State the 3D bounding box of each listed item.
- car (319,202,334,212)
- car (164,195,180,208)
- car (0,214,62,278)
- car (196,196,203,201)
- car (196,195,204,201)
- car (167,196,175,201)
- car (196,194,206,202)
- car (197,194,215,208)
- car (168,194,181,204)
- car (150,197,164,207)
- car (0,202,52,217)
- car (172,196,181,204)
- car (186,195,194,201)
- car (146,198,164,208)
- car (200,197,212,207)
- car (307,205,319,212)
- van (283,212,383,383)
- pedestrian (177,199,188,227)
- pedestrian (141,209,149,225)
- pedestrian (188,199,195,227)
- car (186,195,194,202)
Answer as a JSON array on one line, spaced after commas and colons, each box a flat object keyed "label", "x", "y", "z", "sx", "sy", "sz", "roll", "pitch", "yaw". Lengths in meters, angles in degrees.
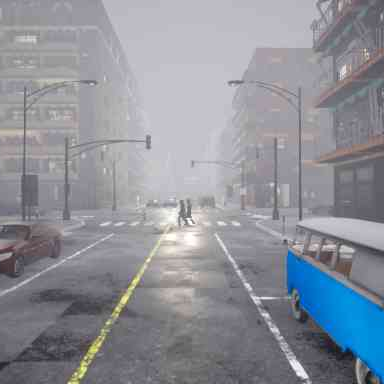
[{"label": "car", "x": 13.581, "y": 1.452, "z": 28.094, "sx": 4.403, "sy": 1.369, "sz": 2.008, "roll": 0, "pitch": -1, "yaw": 0}, {"label": "car", "x": -3.126, "y": 1.602, "z": 48.464, "sx": 1.994, "sy": 1.385, "sz": 4.181, "roll": 0, "pitch": 0, "yaw": -1}, {"label": "car", "x": -5.358, "y": 1.588, "z": 10.138, "sx": 1.802, "sy": 1.307, "sz": 4.206, "roll": 1, "pitch": 0, "yaw": 0}, {"label": "car", "x": 2.033, "y": 1.776, "z": 92.791, "sx": 1.802, "sy": 1.307, "sz": 4.206, "roll": 1, "pitch": 0, "yaw": 0}, {"label": "car", "x": 2.068, "y": 1.601, "z": 87.231, "sx": 1.967, "sy": 1.590, "sz": 4.097, "roll": 1, "pitch": 0, "yaw": 0}, {"label": "car", "x": -5.844, "y": 1.718, "z": 92.541, "sx": 1.752, "sy": 1.417, "sz": 4.829, "roll": 1, "pitch": 0, "yaw": 0}, {"label": "car", "x": 2.103, "y": 1.444, "z": 81.668, "sx": 2.192, "sy": 1.841, "sz": 5.009, "roll": 1, "pitch": 0, "yaw": 0}, {"label": "car", "x": 2.303, "y": 1.353, "z": 48.310, "sx": 2.192, "sy": 1.841, "sz": 5.009, "roll": 1, "pitch": 0, "yaw": 0}, {"label": "car", "x": -3.168, "y": 1.577, "z": 58.354, "sx": 1.812, "sy": 1.442, "sz": 4.674, "roll": 0, "pitch": 0, "yaw": 0}, {"label": "car", "x": -5.614, "y": 1.610, "z": 53.778, "sx": 1.947, "sy": 1.339, "sz": 4.313, "roll": 1, "pitch": 0, "yaw": 0}, {"label": "car", "x": -15.752, "y": 1.585, "z": 30.416, "sx": 5.357, "sy": 1.411, "sz": 2.033, "roll": 0, "pitch": -1, "yaw": 2}, {"label": "car", "x": -3.159, "y": 1.602, "z": 68.556, "sx": 1.812, "sy": 1.442, "sz": 4.674, "roll": 0, "pitch": 0, "yaw": 0}, {"label": "car", "x": -0.516, "y": 1.538, "z": 88.303, "sx": 2.033, "sy": 1.411, "sz": 5.357, "roll": 0, "pitch": 0, "yaw": 0}, {"label": "car", "x": -5.581, "y": 1.604, "z": 48.217, "sx": 1.947, "sy": 1.339, "sz": 4.313, "roll": 1, "pitch": 0, "yaw": 0}, {"label": "car", "x": 2.265, "y": 1.570, "z": 54.039, "sx": 1.752, "sy": 1.417, "sz": 4.829, "roll": 1, "pitch": 0, "yaw": 0}, {"label": "car", "x": 14.160, "y": 1.617, "z": 33.510, "sx": 4.718, "sy": 1.301, "sz": 1.895, "roll": 0, "pitch": -1, "yaw": -3}, {"label": "van", "x": 2.527, "y": 1.343, "z": 4.598, "sx": 1.690, "sy": 1.788, "sz": 3.998, "roll": 1, "pitch": 0, "yaw": 0}, {"label": "pedestrian", "x": -0.600, "y": 1.309, "z": 21.202, "sx": 0.375, "sy": 1.860, "sz": 0.375, "roll": 1, "pitch": -1, "yaw": 0}, {"label": "pedestrian", "x": -3.184, "y": 1.686, "z": 22.491, "sx": 0.500, "sy": 1.100, "sz": 0.500, "roll": 1, "pitch": -1, "yaw": 0}, {"label": "pedestrian", "x": -0.201, "y": 1.309, "z": 21.917, "sx": 0.375, "sy": 1.860, "sz": 0.375, "roll": 1, "pitch": -1, "yaw": 0}, {"label": "car", "x": -0.457, "y": 1.658, "z": 78.294, "sx": 1.994, "sy": 1.385, "sz": 4.181, "roll": 0, "pitch": 0, "yaw": 0}]
